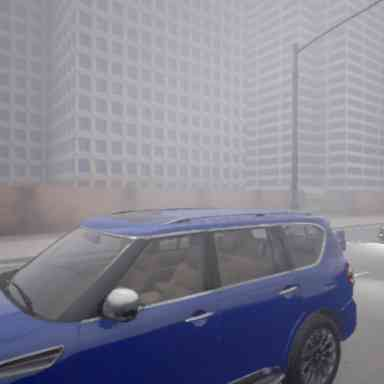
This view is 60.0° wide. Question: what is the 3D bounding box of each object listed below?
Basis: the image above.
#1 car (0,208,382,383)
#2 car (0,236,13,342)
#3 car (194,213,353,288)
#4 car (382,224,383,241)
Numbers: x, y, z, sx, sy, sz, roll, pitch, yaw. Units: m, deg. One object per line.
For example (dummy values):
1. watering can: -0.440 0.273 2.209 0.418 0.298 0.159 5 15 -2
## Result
1. car: -0.445 1.233 3.645 5.566 2.045 2.150 1 0 -35
2. car: -5.024 1.549 4.686 4.181 1.385 1.994 1 0 -35
3. car: 2.646 1.531 10.151 5.008 1.535 1.882 1 0 -35
4. car: 10.764 1.691 15.901 4.181 1.385 1.994 1 0 -35
